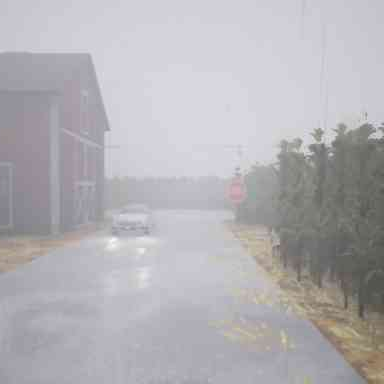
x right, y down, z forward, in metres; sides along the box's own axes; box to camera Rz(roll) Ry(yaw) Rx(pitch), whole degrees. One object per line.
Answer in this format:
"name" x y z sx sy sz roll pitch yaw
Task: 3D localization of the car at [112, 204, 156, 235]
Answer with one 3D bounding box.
"car" -3.110 1.432 18.491 1.812 1.442 4.674 0 0 0
